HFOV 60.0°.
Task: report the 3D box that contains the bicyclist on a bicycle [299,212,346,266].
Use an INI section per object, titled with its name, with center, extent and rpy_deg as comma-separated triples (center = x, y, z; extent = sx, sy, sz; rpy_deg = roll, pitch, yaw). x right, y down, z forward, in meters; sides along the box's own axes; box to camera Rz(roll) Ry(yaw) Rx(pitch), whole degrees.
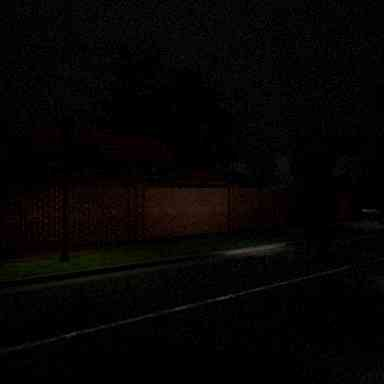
[bicyclist on a bicycle]
center = 4.056, 1.455, 10.468
extent = 0.582, 1.620, 1.656
rpy_deg = 0, -2, -35
